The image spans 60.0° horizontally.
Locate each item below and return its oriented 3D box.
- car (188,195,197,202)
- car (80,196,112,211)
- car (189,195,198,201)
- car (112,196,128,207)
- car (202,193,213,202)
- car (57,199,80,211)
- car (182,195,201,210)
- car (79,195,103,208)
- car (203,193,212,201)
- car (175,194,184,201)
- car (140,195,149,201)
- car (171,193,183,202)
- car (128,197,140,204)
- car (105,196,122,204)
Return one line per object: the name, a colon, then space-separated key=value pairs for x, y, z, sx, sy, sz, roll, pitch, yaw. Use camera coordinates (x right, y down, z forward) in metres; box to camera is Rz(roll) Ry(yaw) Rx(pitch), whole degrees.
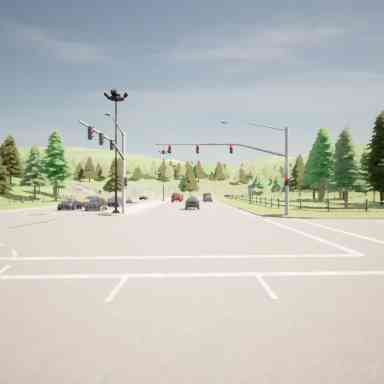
car: x=0.095 y=1.475 z=74.233 sx=1.882 sy=1.535 sz=5.008 roll=0 pitch=0 yaw=1
car: x=-11.570 y=1.505 z=40.415 sx=1.837 sy=1.490 sz=4.892 roll=0 pitch=0 yaw=0
car: x=0.321 y=1.466 z=84.503 sx=2.128 sy=1.511 sz=4.902 roll=0 pitch=0 yaw=2
car: x=-11.561 y=1.547 z=50.165 sx=2.033 sy=1.411 sz=5.357 roll=0 pitch=0 yaw=0
car: x=3.591 y=1.536 z=73.814 sx=2.033 sy=1.411 sz=5.357 roll=0 pitch=0 yaw=1
car: x=-15.058 y=1.564 z=41.249 sx=1.994 sy=1.385 sz=4.181 roll=0 pitch=0 yaw=1
car: x=0.032 y=1.504 z=43.214 sx=1.837 sy=1.490 sz=4.892 roll=0 pitch=0 yaw=0
car: x=-15.057 y=1.352 z=49.757 sx=2.097 sy=1.767 sz=4.553 roll=0 pitch=0 yaw=0
car: x=3.820 y=1.166 z=84.439 sx=2.150 sy=2.045 sz=5.566 roll=0 pitch=0 yaw=2
car: x=-3.178 y=1.419 z=84.598 sx=1.882 sy=1.535 sz=5.008 roll=0 pitch=0 yaw=2
car: x=-11.353 y=1.407 z=77.563 sx=1.895 sy=1.301 sz=4.718 roll=0 pitch=0 yaw=1
car: x=-3.409 y=1.221 z=73.853 sx=2.150 sy=2.045 sz=5.566 roll=0 pitch=0 yaw=1
car: x=-11.514 y=1.600 z=61.959 sx=1.895 sy=1.301 sz=4.718 roll=0 pitch=0 yaw=1
car: x=-14.991 y=1.490 z=63.742 sx=2.128 sy=1.511 sz=4.902 roll=0 pitch=0 yaw=1
